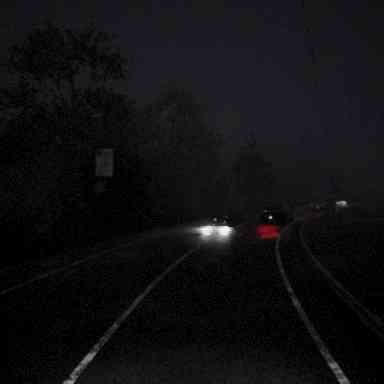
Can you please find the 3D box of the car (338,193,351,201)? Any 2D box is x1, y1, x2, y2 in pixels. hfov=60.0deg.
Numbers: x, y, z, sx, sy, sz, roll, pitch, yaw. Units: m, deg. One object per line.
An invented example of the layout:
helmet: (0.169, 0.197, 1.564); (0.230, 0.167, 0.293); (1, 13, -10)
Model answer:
car: (26.339, 0.879, 58.176); (1.895, 1.301, 4.718); (-4, 0, 40)

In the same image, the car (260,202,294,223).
car: (6.637, 1.541, 25.765); (1.837, 1.490, 4.892); (-3, -1, 26)

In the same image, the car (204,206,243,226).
car: (2.421, 1.718, 24.849); (1.994, 1.385, 4.181); (-2, -1, 25)

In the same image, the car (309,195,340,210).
car: (15.673, 1.451, 39.685); (1.895, 1.301, 4.718); (-4, -1, 38)
